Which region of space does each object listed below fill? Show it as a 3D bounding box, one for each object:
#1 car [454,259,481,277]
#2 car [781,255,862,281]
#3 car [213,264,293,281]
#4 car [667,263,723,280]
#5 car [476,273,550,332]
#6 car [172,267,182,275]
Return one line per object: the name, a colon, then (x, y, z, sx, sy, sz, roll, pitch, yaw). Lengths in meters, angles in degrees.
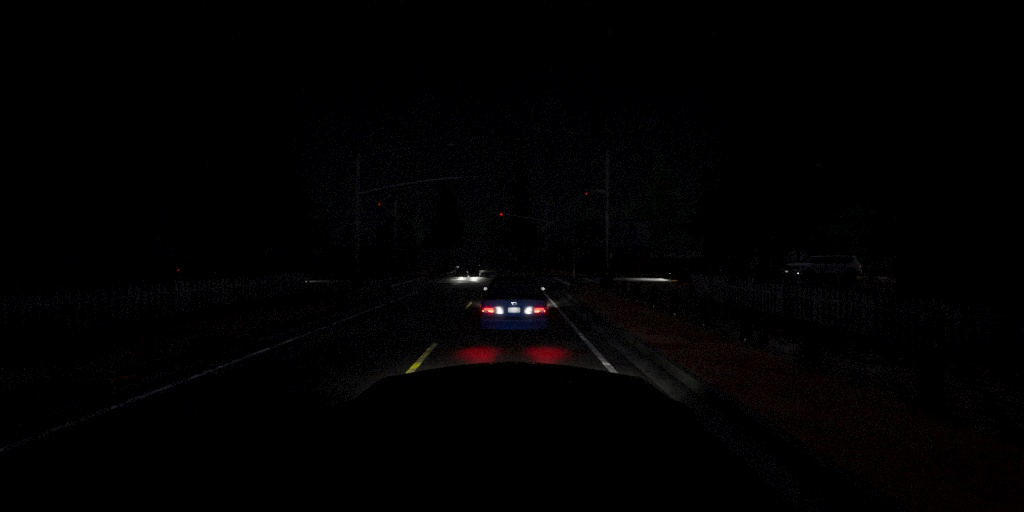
car: (-4.197, 1.286, 34.905, 1.994, 1.385, 4.181, 0, 0, -3)
car: (25.716, 0.957, 29.899, 5.566, 2.045, 2.150, 0, 0, 1)
car: (-19.834, 1.282, 27.549, 5.357, 1.411, 2.033, 0, 0, 2)
car: (15.324, 1.299, 30.211, 4.181, 1.385, 1.994, 0, 0, 2)
car: (0.065, 1.297, 10.800, 2.033, 1.411, 5.357, 0, 0, 0)
car: (-32.413, 1.282, 31.620, 5.357, 1.411, 2.033, 0, 0, 2)
